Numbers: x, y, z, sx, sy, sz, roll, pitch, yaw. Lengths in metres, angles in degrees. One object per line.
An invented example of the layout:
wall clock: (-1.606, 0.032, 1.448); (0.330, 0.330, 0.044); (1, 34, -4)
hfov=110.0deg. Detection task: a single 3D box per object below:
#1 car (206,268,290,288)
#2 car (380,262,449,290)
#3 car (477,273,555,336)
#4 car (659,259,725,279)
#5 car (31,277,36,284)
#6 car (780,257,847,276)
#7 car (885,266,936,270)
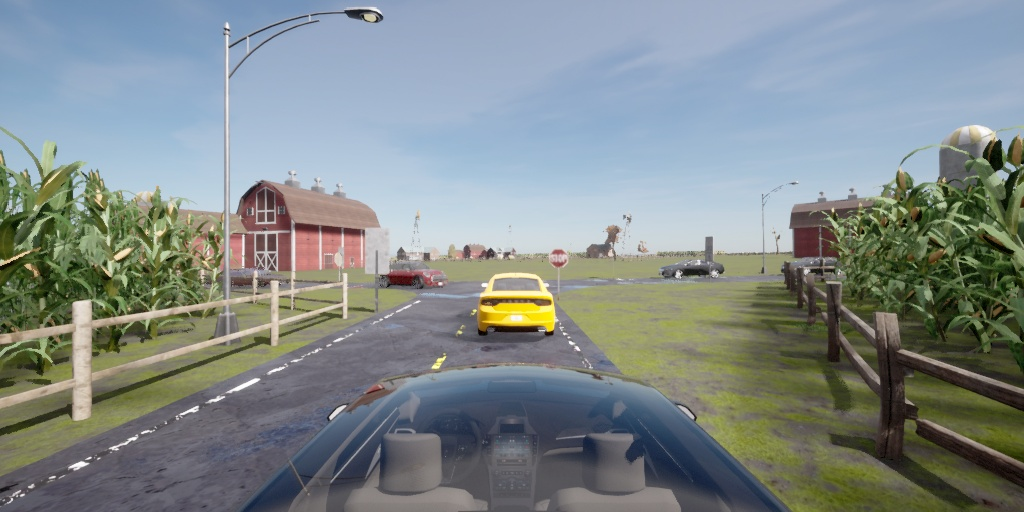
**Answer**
car: (-19.074, 1.579, 25.975); (5.357, 1.411, 2.033); (-1, -1, 6)
car: (-6.233, 1.148, 22.875); (4.553, 1.767, 2.097); (-1, -1, 31)
car: (0.103, 1.229, 10.470); (1.882, 1.535, 5.008); (0, 0, 0)
car: (14.090, 0.998, 28.245); (4.902, 1.511, 2.128); (-1, 0, -4)
car: (-46.689, 2.049, 33.731); (4.674, 1.442, 1.812); (-1, -1, 15)
car: (24.462, 0.820, 29.156); (4.902, 1.511, 2.128); (-1, 0, -7)
car: (34.568, 0.752, 30.546); (4.718, 1.301, 1.895); (-1, 0, -9)
